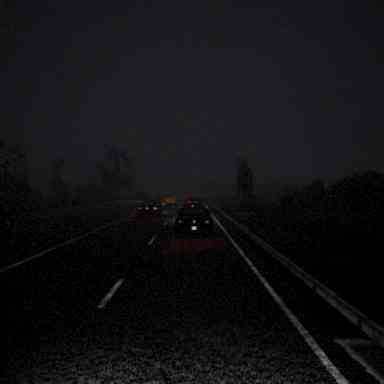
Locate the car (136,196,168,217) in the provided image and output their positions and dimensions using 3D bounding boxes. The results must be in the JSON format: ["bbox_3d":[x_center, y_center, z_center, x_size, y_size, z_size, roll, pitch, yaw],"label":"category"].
[{"bbox_3d":[-3.474,1.308,28.399,2.033,1.411,5.357,0,1,1],"label":"car"}]

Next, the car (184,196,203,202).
[{"bbox_3d":[0.137,1.194,37.117,1.837,1.490,4.892,0,1,1],"label":"car"}]

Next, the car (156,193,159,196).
[{"bbox_3d":[-6.209,0.974,66.716,2.033,1.411,5.357,0,1,3],"label":"car"}]

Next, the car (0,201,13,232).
[{"bbox_3d":[-10.498,1.220,15.595,2.097,1.767,4.553,0,0,0],"label":"car"}]

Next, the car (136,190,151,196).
[{"bbox_3d":[-9.708,0.653,66.823,2.150,2.045,5.566,0,1,3],"label":"car"}]

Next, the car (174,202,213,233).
[{"bbox_3d":[0.103,1.446,18.312,1.895,1.301,4.718,0,0,0],"label":"car"}]

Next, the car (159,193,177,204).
[{"bbox_3d":[-3.214,1.071,48.175,1.882,1.535,5.008,0,1,1],"label":"car"}]
